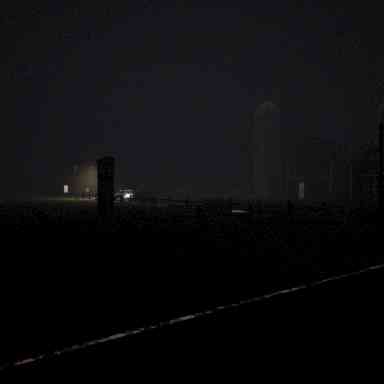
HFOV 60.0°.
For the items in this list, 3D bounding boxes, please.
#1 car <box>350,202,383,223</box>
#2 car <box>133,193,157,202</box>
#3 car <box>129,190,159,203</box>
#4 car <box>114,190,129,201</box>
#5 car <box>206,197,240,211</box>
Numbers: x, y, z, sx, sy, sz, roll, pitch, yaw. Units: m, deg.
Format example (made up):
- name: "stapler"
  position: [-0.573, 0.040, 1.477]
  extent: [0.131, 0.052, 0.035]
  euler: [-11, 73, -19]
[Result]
- name: "car"
  position: [12.743, 1.447, 22.260]
  extent: [1.812, 1.442, 4.674]
  euler: [0, 0, -17]
- name: "car"
  position: [-8.284, 0.981, 58.698]
  extent: [2.128, 1.511, 4.902]
  euler: [-1, 1, -36]
- name: "car"
  position: [-7.278, 0.788, 52.417]
  extent: [2.150, 2.045, 5.566]
  euler: [-1, 1, -35]
- name: "car"
  position: [-13.615, 0.621, 66.055]
  extent: [2.150, 2.045, 5.566]
  euler: [-1, 1, -36]
- name: "car"
  position: [3.449, 1.307, 37.498]
  extent: [1.994, 1.385, 4.181]
  euler: [-1, 1, -36]
